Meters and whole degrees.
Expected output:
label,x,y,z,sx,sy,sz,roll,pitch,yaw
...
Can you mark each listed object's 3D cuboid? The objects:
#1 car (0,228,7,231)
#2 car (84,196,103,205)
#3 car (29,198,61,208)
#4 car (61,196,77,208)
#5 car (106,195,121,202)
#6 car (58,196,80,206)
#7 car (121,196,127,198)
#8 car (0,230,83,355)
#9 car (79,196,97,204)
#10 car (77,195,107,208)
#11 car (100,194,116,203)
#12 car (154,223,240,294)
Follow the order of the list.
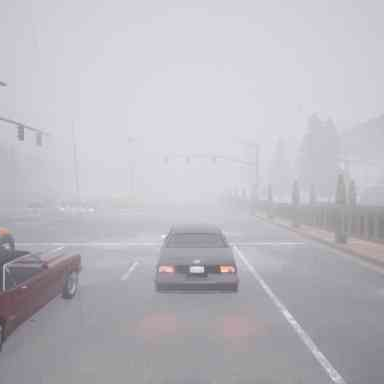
label,x,y,z,sx,sy,sz,roll,pitch,yaw
car,-6.907,1.352,9.161,2.097,1.767,4.553,0,0,0
car,-17.612,1.478,59.445,1.882,1.535,5.008,0,0,1
car,-21.136,1.547,47.398,2.033,1.411,5.357,0,0,0
car,-17.619,1.526,49.410,1.812,1.442,4.674,0,0,0
car,-14.121,1.601,57.358,1.895,1.301,4.718,0,0,0
car,-21.117,1.478,57.269,1.882,1.535,5.008,0,0,0
car,-14.056,1.491,67.802,2.128,1.511,4.902,0,0,0
car,-3.404,1.601,5.496,1.895,1.301,4.718,0,0,0
car,-21.054,1.525,67.609,2.128,1.511,4.902,0,0,0
car,-14.136,1.547,47.286,2.033,1.411,5.357,0,0,0
car,-17.556,1.355,69.743,2.097,1.767,4.553,0,0,0
car,0.093,1.547,8.951,2.033,1.411,5.357,0,0,0
